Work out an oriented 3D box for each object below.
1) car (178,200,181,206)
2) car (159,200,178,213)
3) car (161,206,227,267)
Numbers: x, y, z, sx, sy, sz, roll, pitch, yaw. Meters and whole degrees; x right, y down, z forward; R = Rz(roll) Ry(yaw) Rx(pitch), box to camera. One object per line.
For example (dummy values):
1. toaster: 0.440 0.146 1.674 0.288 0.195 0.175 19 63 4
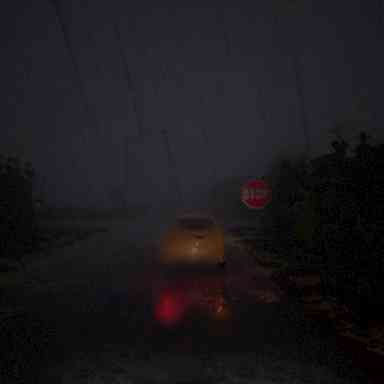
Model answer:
1. car: -3.101 2.178 63.167 1.882 1.535 5.008 0 -1 0
2. car: -3.177 2.006 44.359 1.812 1.442 4.674 0 -1 0
3. car: 0.084 1.461 11.432 1.882 1.535 5.008 0 0 1
